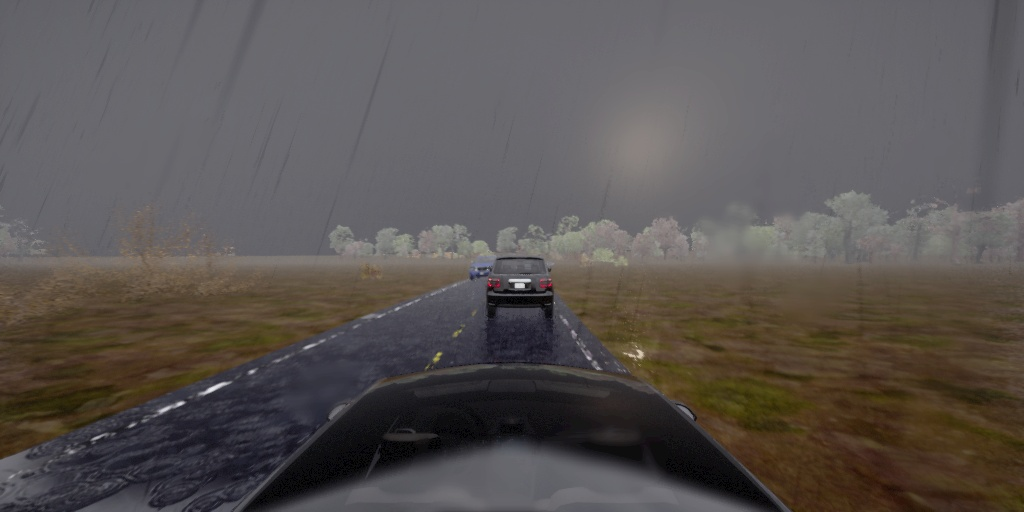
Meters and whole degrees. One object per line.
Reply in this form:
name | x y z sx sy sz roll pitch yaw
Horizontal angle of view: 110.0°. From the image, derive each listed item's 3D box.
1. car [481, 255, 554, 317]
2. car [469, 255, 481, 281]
car | 0.306 0.972 13.272 2.150 2.045 5.566 0 0 2
car | -2.092 0.970 29.767 2.150 2.045 5.566 0 0 4
